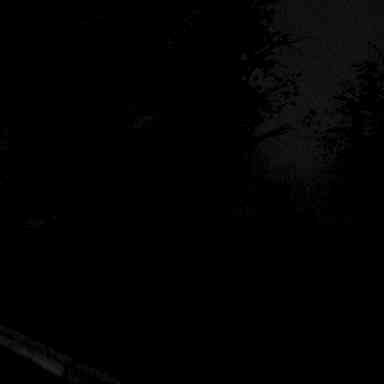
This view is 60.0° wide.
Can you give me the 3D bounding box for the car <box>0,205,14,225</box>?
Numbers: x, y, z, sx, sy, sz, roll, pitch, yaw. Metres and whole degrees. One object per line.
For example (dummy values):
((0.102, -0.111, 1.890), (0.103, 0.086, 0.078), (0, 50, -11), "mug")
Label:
((-12.780, 1.433, 20.687), (1.882, 1.535, 5.008), (1, 0, -4), "car")
